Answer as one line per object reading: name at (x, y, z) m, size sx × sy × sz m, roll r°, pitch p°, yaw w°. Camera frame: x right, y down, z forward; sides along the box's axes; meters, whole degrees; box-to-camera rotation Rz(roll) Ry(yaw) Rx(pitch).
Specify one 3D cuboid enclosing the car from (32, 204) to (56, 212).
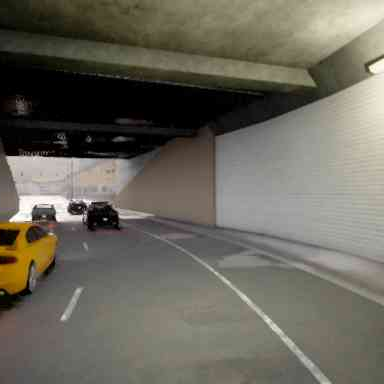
car at (-12.994, 1.692, 29.224) m, size 1.895 × 1.301 × 4.718 m, roll -1°, pitch 0°, yaw -24°

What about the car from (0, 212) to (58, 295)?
car at (-4.780, 1.513, 8.600) m, size 1.882 × 1.535 × 5.008 m, roll 0°, pitch 0°, yaw -13°

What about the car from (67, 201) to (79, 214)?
car at (-12.931, 1.647, 37.671) m, size 1.994 × 1.385 × 4.181 m, roll -1°, pitch 0°, yaw -24°

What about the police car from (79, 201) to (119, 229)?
police car at (-6.229, 1.461, 22.412) m, size 1.930 × 1.638 × 5.238 m, roll -1°, pitch 0°, yaw -23°
